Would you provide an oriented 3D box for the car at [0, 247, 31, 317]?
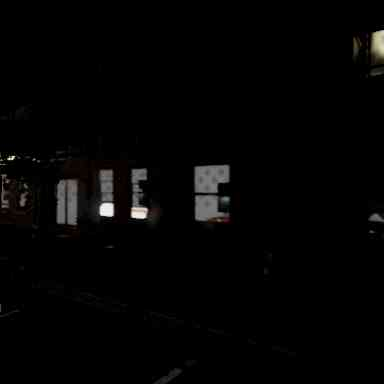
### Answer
[{"bbox_3d":[-4.739,1.503,6.201,4.403,1.369,2.008,0,0,35],"label":"car"}]
